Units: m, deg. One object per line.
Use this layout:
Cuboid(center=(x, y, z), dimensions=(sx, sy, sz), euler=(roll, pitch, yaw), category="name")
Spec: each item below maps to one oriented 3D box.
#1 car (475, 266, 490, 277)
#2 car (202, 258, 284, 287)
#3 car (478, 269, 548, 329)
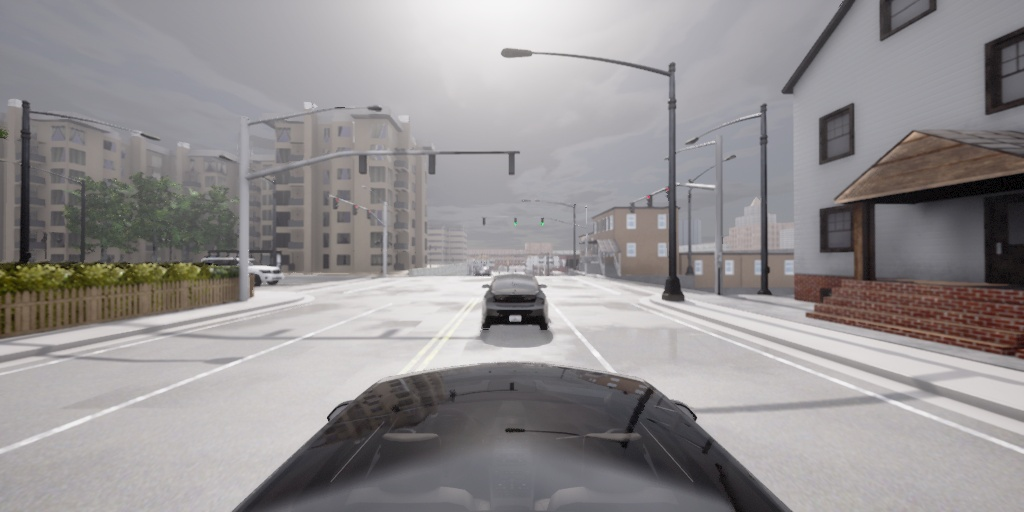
Cuboid(center=(-3.664, 2.084, 46.531), dimensions=(2.128, 1.511, 4.902), euler=(0, -5, 0), category="car")
Cuboid(center=(-19.981, 1.152, 26.397), dimensions=(5.566, 2.045, 2.150), euler=(0, 0, 1), category="car")
Cuboid(center=(0.083, 1.329, 11.498), dimensions=(1.837, 1.490, 4.892), euler=(0, 0, 0), category="car")
